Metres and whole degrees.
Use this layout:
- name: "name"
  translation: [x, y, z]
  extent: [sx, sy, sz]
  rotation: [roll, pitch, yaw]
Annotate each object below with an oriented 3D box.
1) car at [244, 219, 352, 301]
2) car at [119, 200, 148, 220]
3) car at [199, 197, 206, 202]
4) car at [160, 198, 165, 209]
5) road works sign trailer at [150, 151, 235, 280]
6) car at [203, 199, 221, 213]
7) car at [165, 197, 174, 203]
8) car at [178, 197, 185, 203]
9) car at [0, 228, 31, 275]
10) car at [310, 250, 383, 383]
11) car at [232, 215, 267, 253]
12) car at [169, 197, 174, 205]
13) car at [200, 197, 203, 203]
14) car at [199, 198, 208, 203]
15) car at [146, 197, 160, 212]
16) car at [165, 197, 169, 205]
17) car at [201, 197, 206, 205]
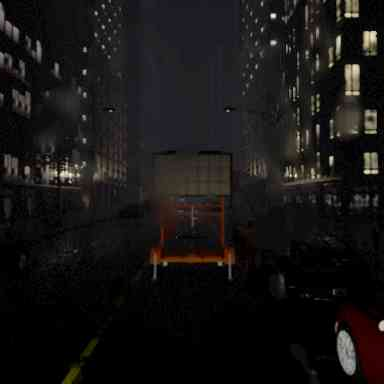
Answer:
- name: "car"
  translation: [2.710, 1.616, 8.271]
  extent: [2.008, 1.369, 4.403]
  rotation: [0, 0, 0]
- name: "car"
  translation: [-5.628, 1.772, 30.997]
  extent: [1.887, 1.381, 4.507]
  rotation: [0, 0, 0]
- name: "car"
  translation: [2.869, 2.127, 93.393]
  extent: [1.887, 1.381, 4.507]
  rotation: [1, 0, 0]
- name: "car"
  translation: [-5.594, 1.653, 48.026]
  extent: [2.192, 1.841, 5.009]
  rotation: [0, 0, 0]
- name: "road works sign trailer"
  translation: [0.018, 0.544, 10.195]
  extent: [2.380, 3.560, 2.880]
  rotation: [0, 0, 0]
- name: "car"
  translation: [2.774, 1.868, 42.321]
  extent: [1.947, 1.339, 4.313]
  rotation: [0, 0, 0]
- name: "car"
  translation: [-5.531, 1.967, 82.078]
  extent: [1.967, 1.590, 4.097]
  rotation: [1, 0, 0]
- name: "car"
  translation: [-2.835, 2.090, 89.792]
  extent: [1.812, 1.442, 4.674]
  rotation: [0, 0, 0]
- name: "car"
  translation: [-5.670, 1.616, 8.294]
  extent: [2.008, 1.369, 4.403]
  rotation: [0, 0, 0]
- name: "car"
  translation: [2.699, 1.567, 2.597]
  extent: [1.887, 1.381, 4.507]
  rotation: [0, 0, 0]
- name: "car"
  translation: [2.721, 1.635, 14.117]
  extent: [1.752, 1.417, 4.829]
  rotation: [0, 0, 0]
- name: "car"
  translation: [-5.551, 1.784, 70.728]
  extent: [2.192, 1.841, 5.009]
  rotation: [1, 0, 0]
- name: "car"
  translation: [2.806, 1.988, 59.344]
  extent: [1.802, 1.307, 4.206]
  rotation: [1, 0, 0]
- name: "car"
  translation: [2.848, 2.093, 82.043]
  extent: [1.947, 1.339, 4.313]
  rotation: [1, 0, 0]
- name: "car"
  translation: [-5.606, 1.742, 42.350]
  extent: [1.967, 1.590, 4.097]
  rotation: [0, 0, 0]
- name: "car"
  translation: [-5.575, 1.988, 59.374]
  extent: [1.802, 1.307, 4.206]
  rotation: [1, 0, 0]
- name: "car"
  translation: [2.795, 1.955, 53.669]
  extent: [1.802, 1.307, 4.206]
  rotation: [1, 0, 0]
